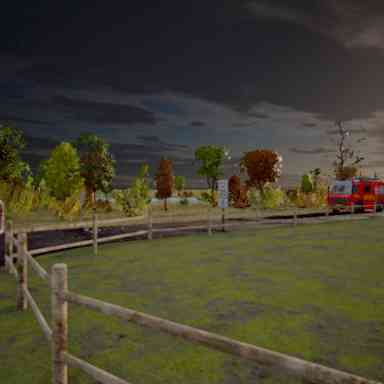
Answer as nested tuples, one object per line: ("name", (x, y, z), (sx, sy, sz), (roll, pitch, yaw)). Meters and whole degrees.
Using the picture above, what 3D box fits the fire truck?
("fire truck", (18.682, 0.350, 37.237), (8.468, 3.827, 2.891), (0, 0, -37))
